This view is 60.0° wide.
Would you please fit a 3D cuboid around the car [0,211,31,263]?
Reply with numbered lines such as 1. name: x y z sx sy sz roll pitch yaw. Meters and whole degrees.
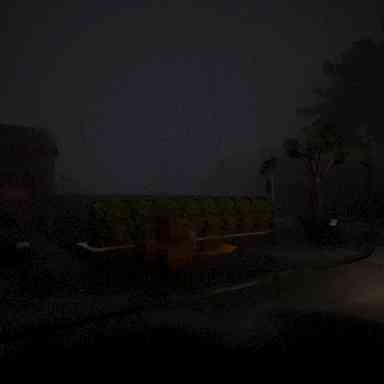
1. car: -6.510 1.356 10.753 2.033 1.415 5.357 0 0 -33
